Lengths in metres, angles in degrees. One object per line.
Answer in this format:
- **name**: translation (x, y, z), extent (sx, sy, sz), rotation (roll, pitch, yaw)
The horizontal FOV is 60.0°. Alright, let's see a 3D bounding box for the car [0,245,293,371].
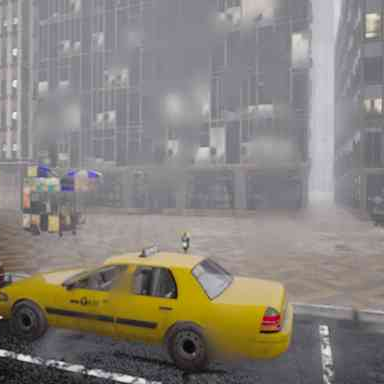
- **car**: translation (-0.916, 1.547, 5.329), extent (4.829, 1.417, 1.752), rotation (0, 0, 19)
